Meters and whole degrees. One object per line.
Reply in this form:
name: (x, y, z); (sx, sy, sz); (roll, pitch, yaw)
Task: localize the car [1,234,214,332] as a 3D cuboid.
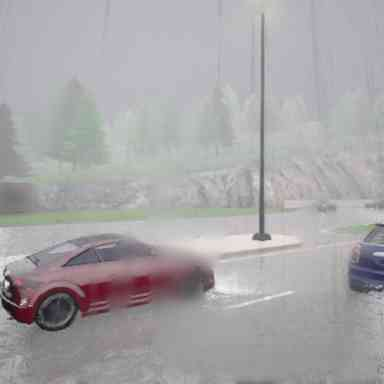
car: (-1.563, 1.584, 6.927); (4.181, 1.385, 1.994); (1, 0, -35)

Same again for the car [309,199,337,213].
car: (16.138, 1.635, 40.952); (2.097, 1.767, 4.553); (0, 0, 42)

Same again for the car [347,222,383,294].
car: (5.682, 1.421, 7.779); (4.553, 1.767, 2.097); (1, 0, -35)

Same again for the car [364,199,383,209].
car: (29.605, 1.925, 52.597); (4.892, 1.490, 1.837); (0, 0, -18)
